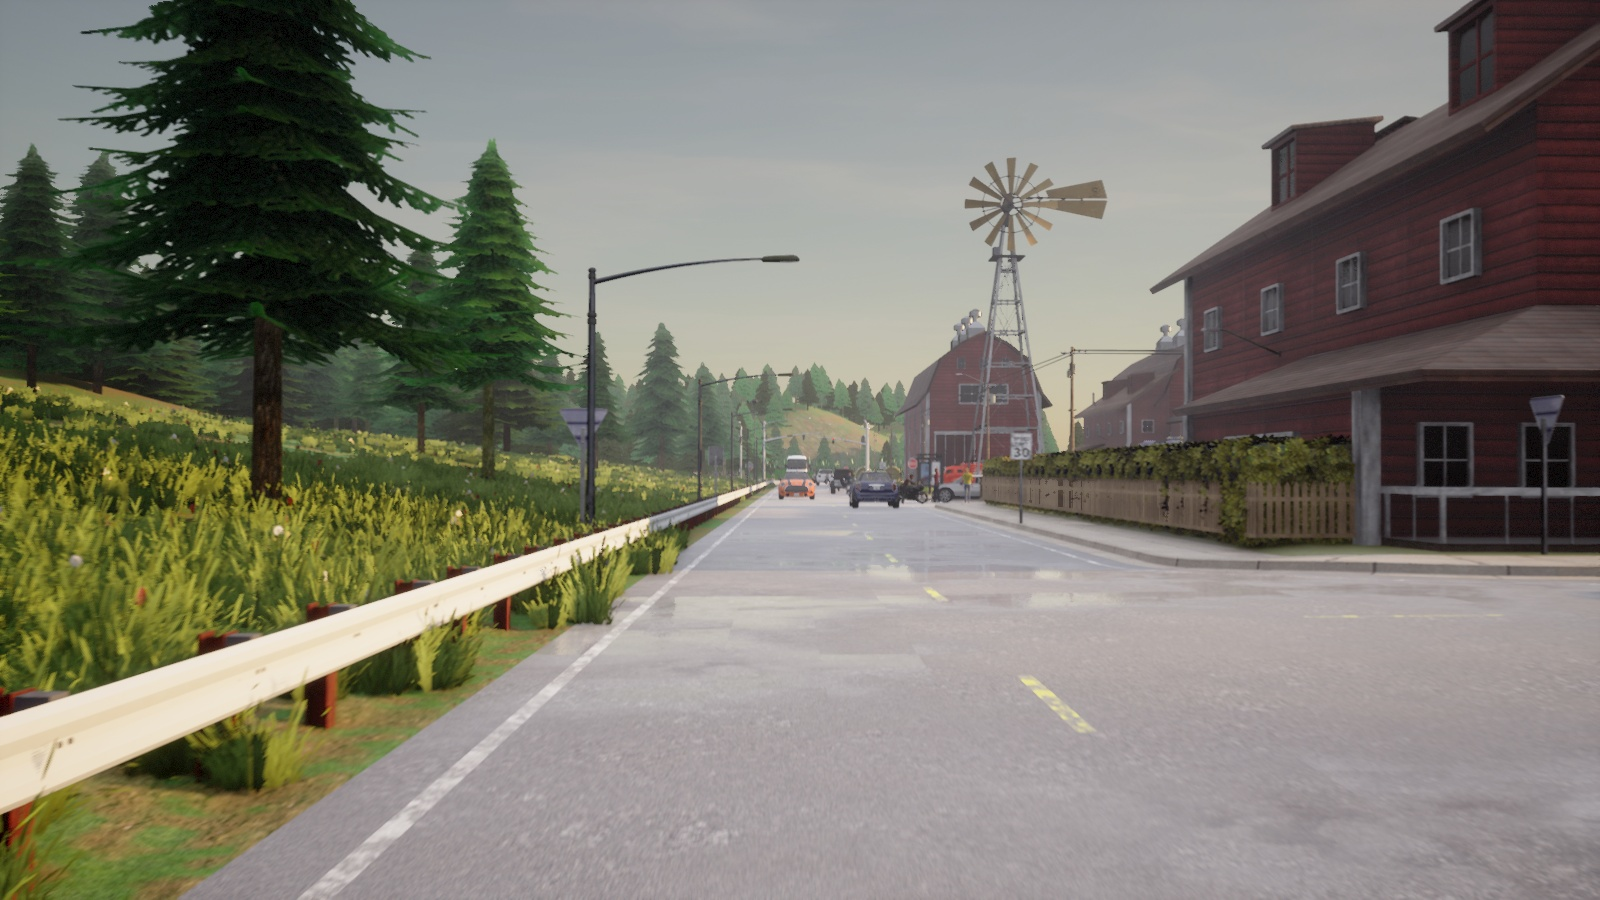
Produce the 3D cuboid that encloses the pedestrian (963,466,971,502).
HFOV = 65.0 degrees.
[{"bbox_3d":[8.545,1.715,64.292,0.354,1.836,0.706,0,-1,9],"label":"pedestrian"}]

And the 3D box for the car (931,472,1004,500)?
[{"bbox_3d":[9.035,1.953,67.651,3.806,1.475,1.970,0,-1,10],"label":"car"}]

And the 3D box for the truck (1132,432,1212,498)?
[{"bbox_3d":[22.915,0.935,77.047,2.891,3.827,8.468,-1,-1,29],"label":"truck"}]

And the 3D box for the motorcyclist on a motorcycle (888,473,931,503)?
[{"bbox_3d":[5.580,1.922,64.181,2.044,1.523,0.797,-1,-1,22],"label":"motorcyclist on a motorcycle"}]

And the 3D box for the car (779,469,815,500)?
[{"bbox_3d":[-0.178,2.002,74.313,2.097,1.767,4.553,0,-1,0],"label":"car"}]

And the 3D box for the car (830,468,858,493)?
[{"bbox_3d":[3.273,2.282,94.301,1.905,1.878,3.866,0,-1,0],"label":"car"}]

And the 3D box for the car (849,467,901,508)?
[{"bbox_3d":[3.361,1.685,57.365,2.097,1.767,4.553,0,-1,0],"label":"car"}]

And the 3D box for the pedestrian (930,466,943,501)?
[{"bbox_3d":[7.181,1.753,66.128,0.636,1.846,0.331,0,-1,13],"label":"pedestrian"}]
